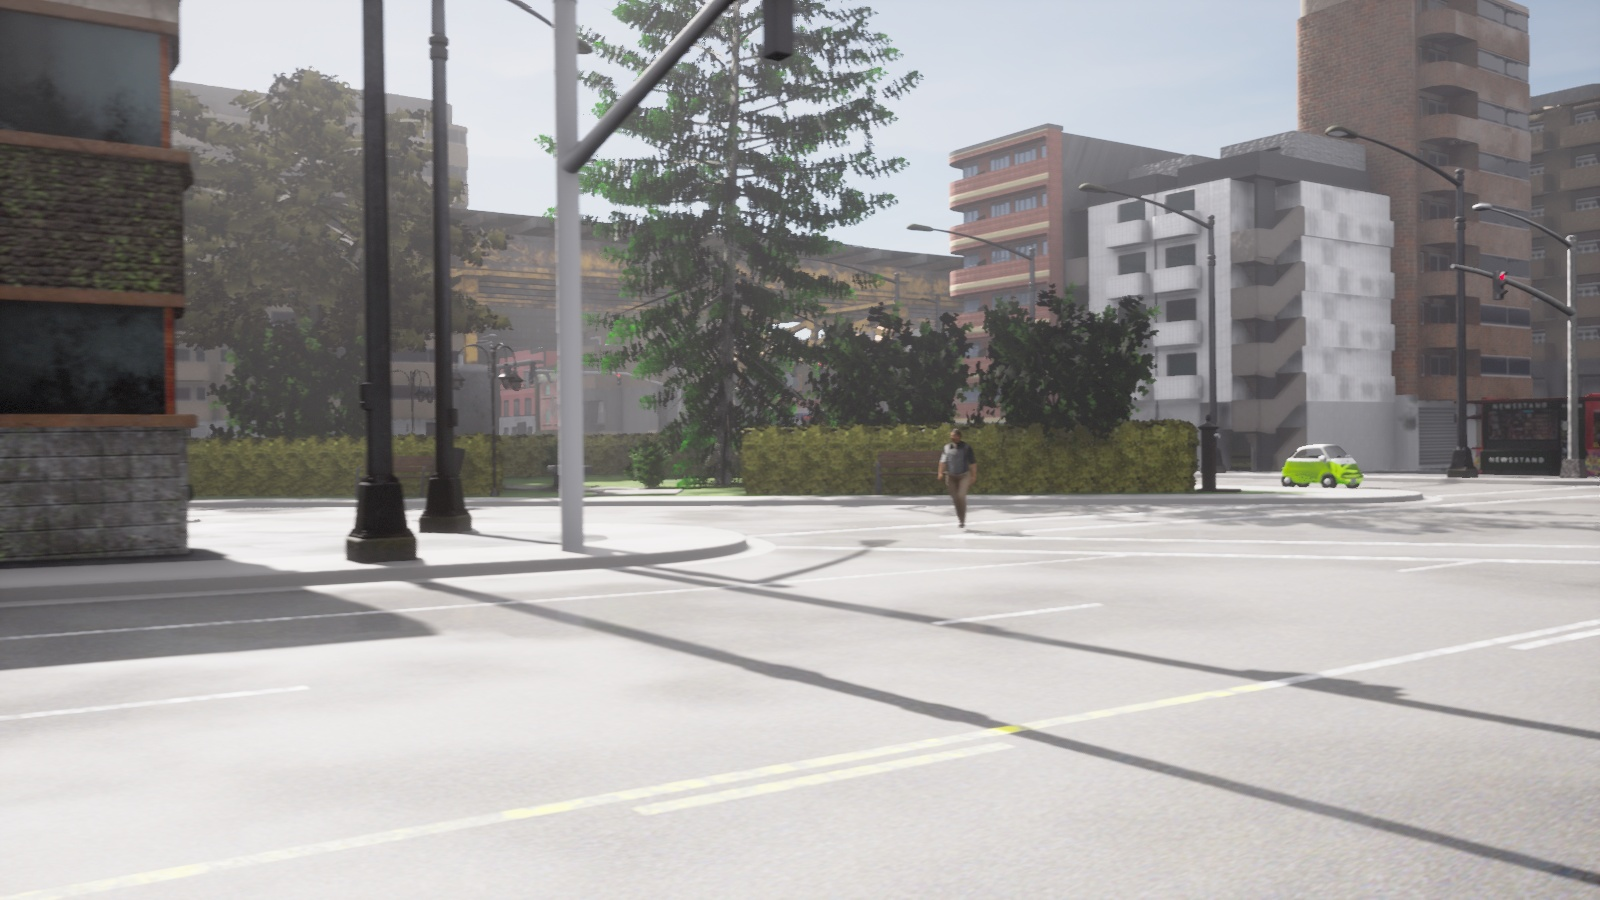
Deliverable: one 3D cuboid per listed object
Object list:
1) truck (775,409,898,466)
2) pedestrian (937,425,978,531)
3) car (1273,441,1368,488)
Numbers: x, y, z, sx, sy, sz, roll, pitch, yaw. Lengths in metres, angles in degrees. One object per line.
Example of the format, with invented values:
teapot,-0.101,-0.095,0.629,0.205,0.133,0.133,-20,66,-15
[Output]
truck,2.603,-0.934,87.824,8.468,3.827,2.891,-1,1,-35
pedestrian,2.796,0.479,22.302,0.540,1.848,0.694,-1,0,22
car,15.984,0.442,38.617,1.481,1.376,2.207,-1,0,-34
